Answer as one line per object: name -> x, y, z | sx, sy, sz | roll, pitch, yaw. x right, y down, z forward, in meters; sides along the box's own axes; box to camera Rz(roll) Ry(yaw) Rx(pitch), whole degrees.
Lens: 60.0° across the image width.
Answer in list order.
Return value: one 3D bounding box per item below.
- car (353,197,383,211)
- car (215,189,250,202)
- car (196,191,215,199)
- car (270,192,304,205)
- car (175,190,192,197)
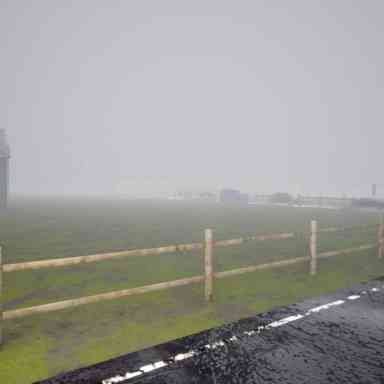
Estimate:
car -> 19.509, 1.253, 35.674 | 1.994, 1.385, 4.181 | 0, 1, -34
car -> 6.794, 0.514, 53.561 | 2.150, 2.045, 5.566 | 0, 1, -35
car -> 2.751, 0.597, 65.460 | 1.837, 1.490, 4.892 | 0, 1, -35
car -> 12.843, 0.831, 45.074 | 2.097, 1.767, 4.553 | 0, 1, -35
car -> -1.814, 0.362, 71.802 | 1.837, 1.490, 4.892 | 0, 1, -36
